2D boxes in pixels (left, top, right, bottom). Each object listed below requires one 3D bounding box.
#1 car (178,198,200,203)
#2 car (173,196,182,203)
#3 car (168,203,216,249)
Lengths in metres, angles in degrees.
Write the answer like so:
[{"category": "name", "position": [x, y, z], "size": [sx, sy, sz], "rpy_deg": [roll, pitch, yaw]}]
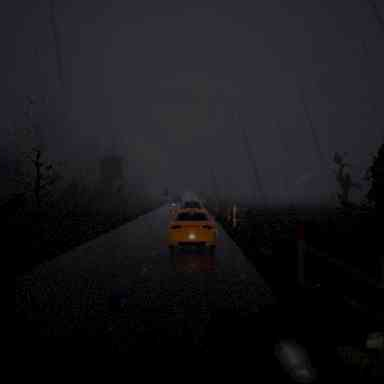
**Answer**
[{"category": "car", "position": [0.000, 1.504, 29.649], "size": [1.837, 1.490, 4.892], "rpy_deg": [0, 0, 0]}, {"category": "car", "position": [-2.750, 1.485, 65.649], "size": [1.837, 1.490, 4.892], "rpy_deg": [0, 0, 0]}, {"category": "car", "position": [0.000, 1.481, 14.649], "size": [1.882, 1.535, 5.008], "rpy_deg": [0, 0, 0]}]
